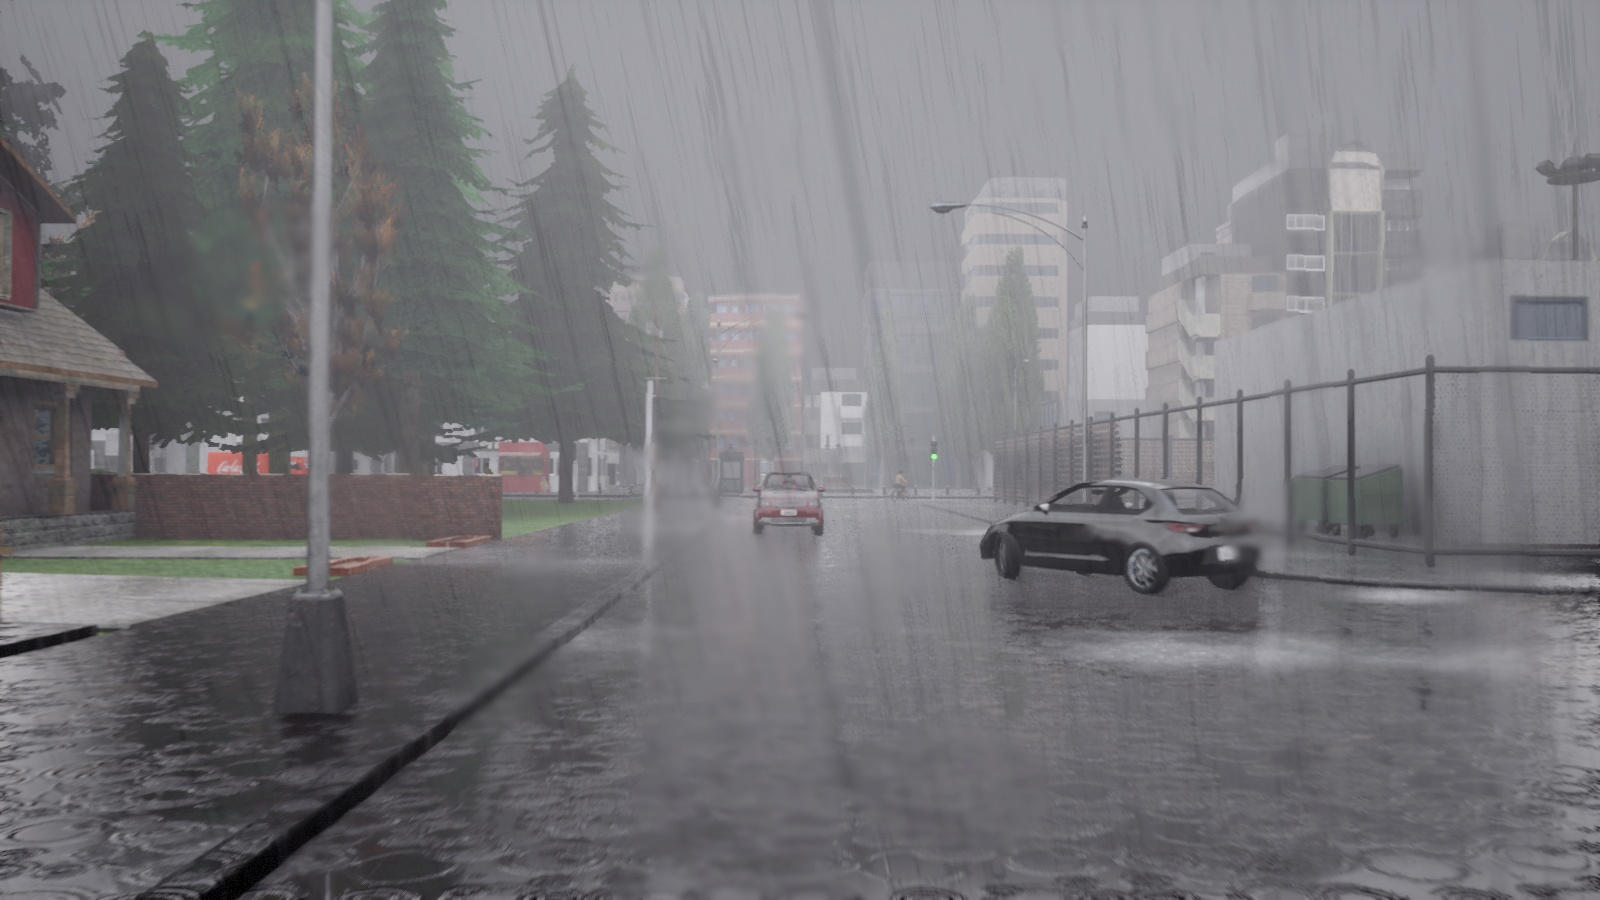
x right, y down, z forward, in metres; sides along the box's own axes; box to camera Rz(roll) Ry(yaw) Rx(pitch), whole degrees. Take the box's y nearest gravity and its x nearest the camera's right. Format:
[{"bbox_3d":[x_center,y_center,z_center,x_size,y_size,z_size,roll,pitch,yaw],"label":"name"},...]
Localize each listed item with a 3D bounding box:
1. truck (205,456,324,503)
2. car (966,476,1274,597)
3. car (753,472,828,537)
[{"bbox_3d":[-28.449,1.560,66.865,5.204,2.467,2.627,0,-1,0],"label":"truck"},{"bbox_3d":[4.350,1.108,17.743,1.816,1.474,4.193,0,-1,-29],"label":"car"},{"bbox_3d":[-0.262,1.326,31.741,1.789,1.549,3.705,0,-1,-1],"label":"car"}]
